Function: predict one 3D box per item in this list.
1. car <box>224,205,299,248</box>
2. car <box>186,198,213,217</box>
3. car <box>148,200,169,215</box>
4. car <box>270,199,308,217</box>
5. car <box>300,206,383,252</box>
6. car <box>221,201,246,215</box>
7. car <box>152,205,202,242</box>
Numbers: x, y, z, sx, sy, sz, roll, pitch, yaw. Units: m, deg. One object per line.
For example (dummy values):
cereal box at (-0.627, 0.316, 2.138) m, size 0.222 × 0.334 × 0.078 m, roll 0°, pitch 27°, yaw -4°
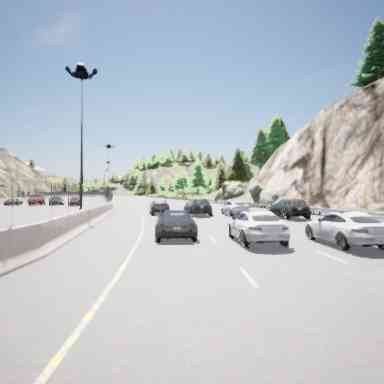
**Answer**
car at (2.847, 1.538, 14.772) m, size 1.812 × 1.442 × 4.674 m, roll 0°, pitch 0°, yaw -5°
car at (0.531, 1.392, 32.229) m, size 2.097 × 1.767 × 4.553 m, roll 0°, pitch 0°, yaw -10°
car at (-3.397, 1.543, 34.300) m, size 2.128 × 1.511 × 4.902 m, roll 0°, pitch 0°, yaw -11°
car at (8.250, 1.370, 28.466) m, size 2.097 × 1.767 × 4.553 m, roll 0°, pitch 0°, yaw -8°
car at (6.432, 1.529, 13.914) m, size 1.812 × 1.442 × 4.674 m, roll 0°, pitch 0°, yaw -4°
car at (4.160, 1.557, 31.880) m, size 1.812 × 1.442 × 4.674 m, roll 0°, pitch 0°, yaw -10°
car at (-0.846, 1.587, 16.729) m, size 1.994 × 1.385 × 4.181 m, roll 0°, pitch 0°, yaw -5°
